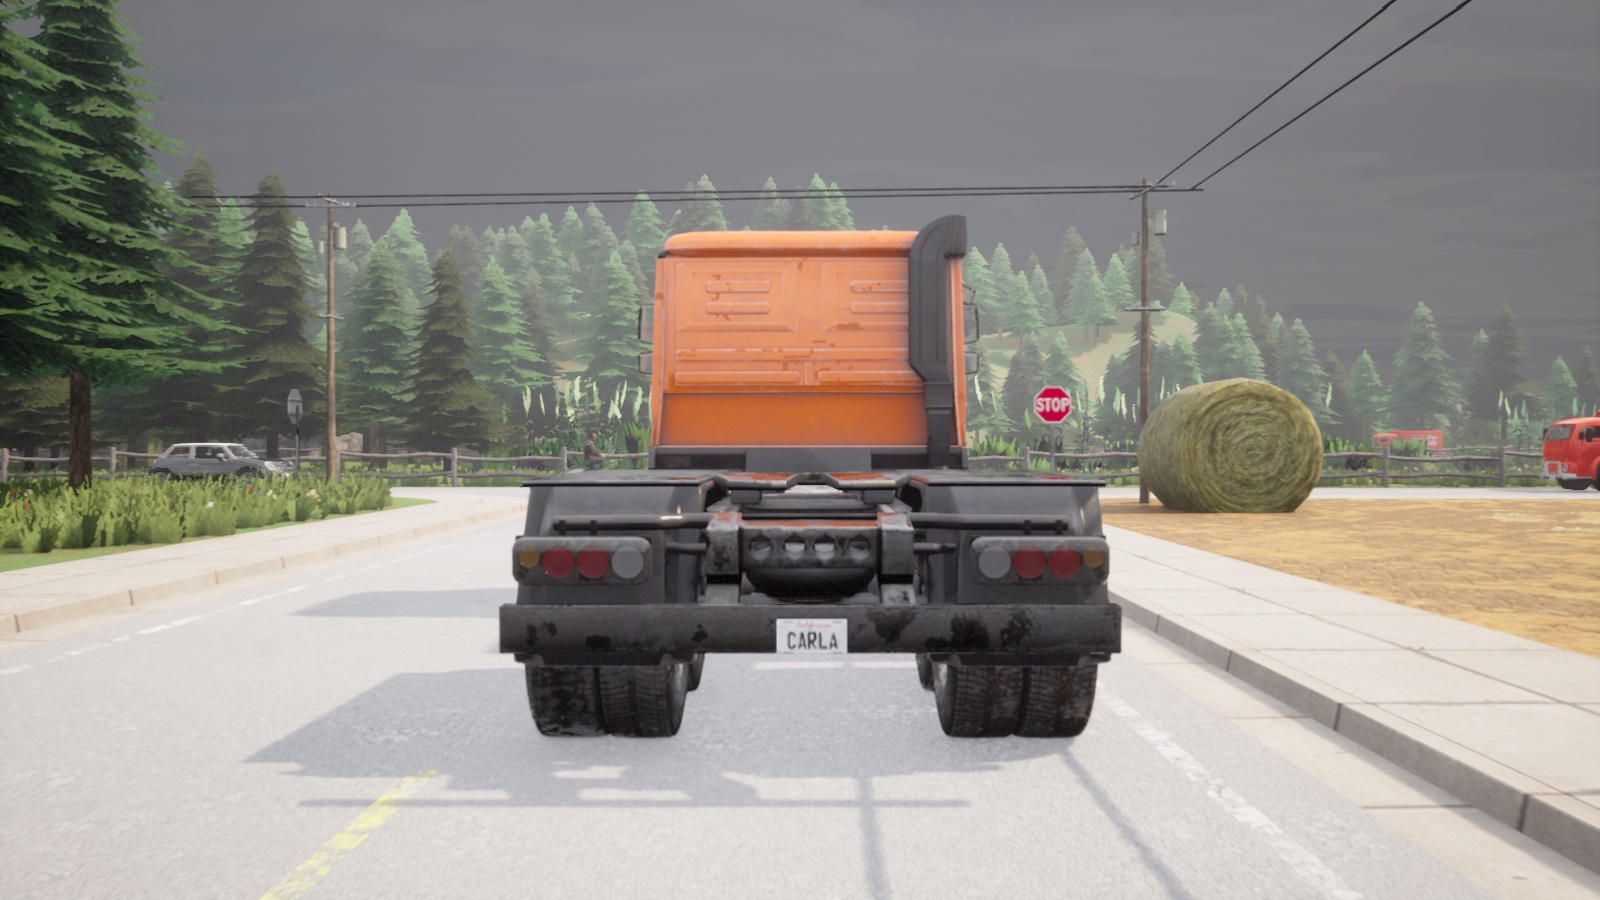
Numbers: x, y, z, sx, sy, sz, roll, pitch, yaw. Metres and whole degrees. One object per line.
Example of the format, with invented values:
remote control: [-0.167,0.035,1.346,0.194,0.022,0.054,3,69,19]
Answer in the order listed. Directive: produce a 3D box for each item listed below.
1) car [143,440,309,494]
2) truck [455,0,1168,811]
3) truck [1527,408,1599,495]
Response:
car: [-16.298,0.466,35.775,3.806,1.475,1.970,0,0,3]
truck: [0.066,-0.285,9.068,2.891,3.462,7.936,0,0,0]
truck: [24.822,0.040,37.053,5.204,2.467,2.627,0,0,3]
